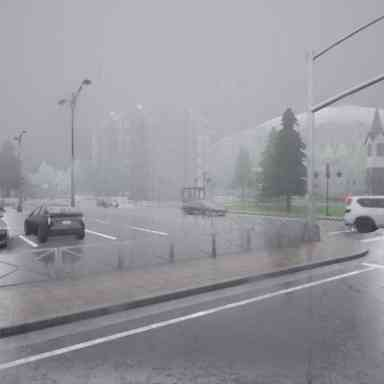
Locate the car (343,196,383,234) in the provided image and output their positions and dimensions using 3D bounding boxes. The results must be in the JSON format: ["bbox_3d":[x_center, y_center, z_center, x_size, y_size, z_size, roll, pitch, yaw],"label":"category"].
[{"bbox_3d":[11.014,1.221,17.534,5.566,2.045,2.150,0,0,39],"label":"car"}]

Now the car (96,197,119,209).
[{"bbox_3d":[-11.837,1.491,46.616,2.128,1.511,4.902,0,0,-36],"label":"car"}]

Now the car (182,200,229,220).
[{"bbox_3d":[1.099,1.476,28.935,1.882,1.535,5.008,0,0,-36],"label":"car"}]

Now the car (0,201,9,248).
[{"bbox_3d":[-8.884,1.330,13.426,2.152,1.636,5.027,0,0,-36],"label":"car"}]

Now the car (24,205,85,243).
[{"bbox_3d":[-6.372,1.339,15.306,2.007,1.523,4.514,0,0,-36],"label":"car"}]
